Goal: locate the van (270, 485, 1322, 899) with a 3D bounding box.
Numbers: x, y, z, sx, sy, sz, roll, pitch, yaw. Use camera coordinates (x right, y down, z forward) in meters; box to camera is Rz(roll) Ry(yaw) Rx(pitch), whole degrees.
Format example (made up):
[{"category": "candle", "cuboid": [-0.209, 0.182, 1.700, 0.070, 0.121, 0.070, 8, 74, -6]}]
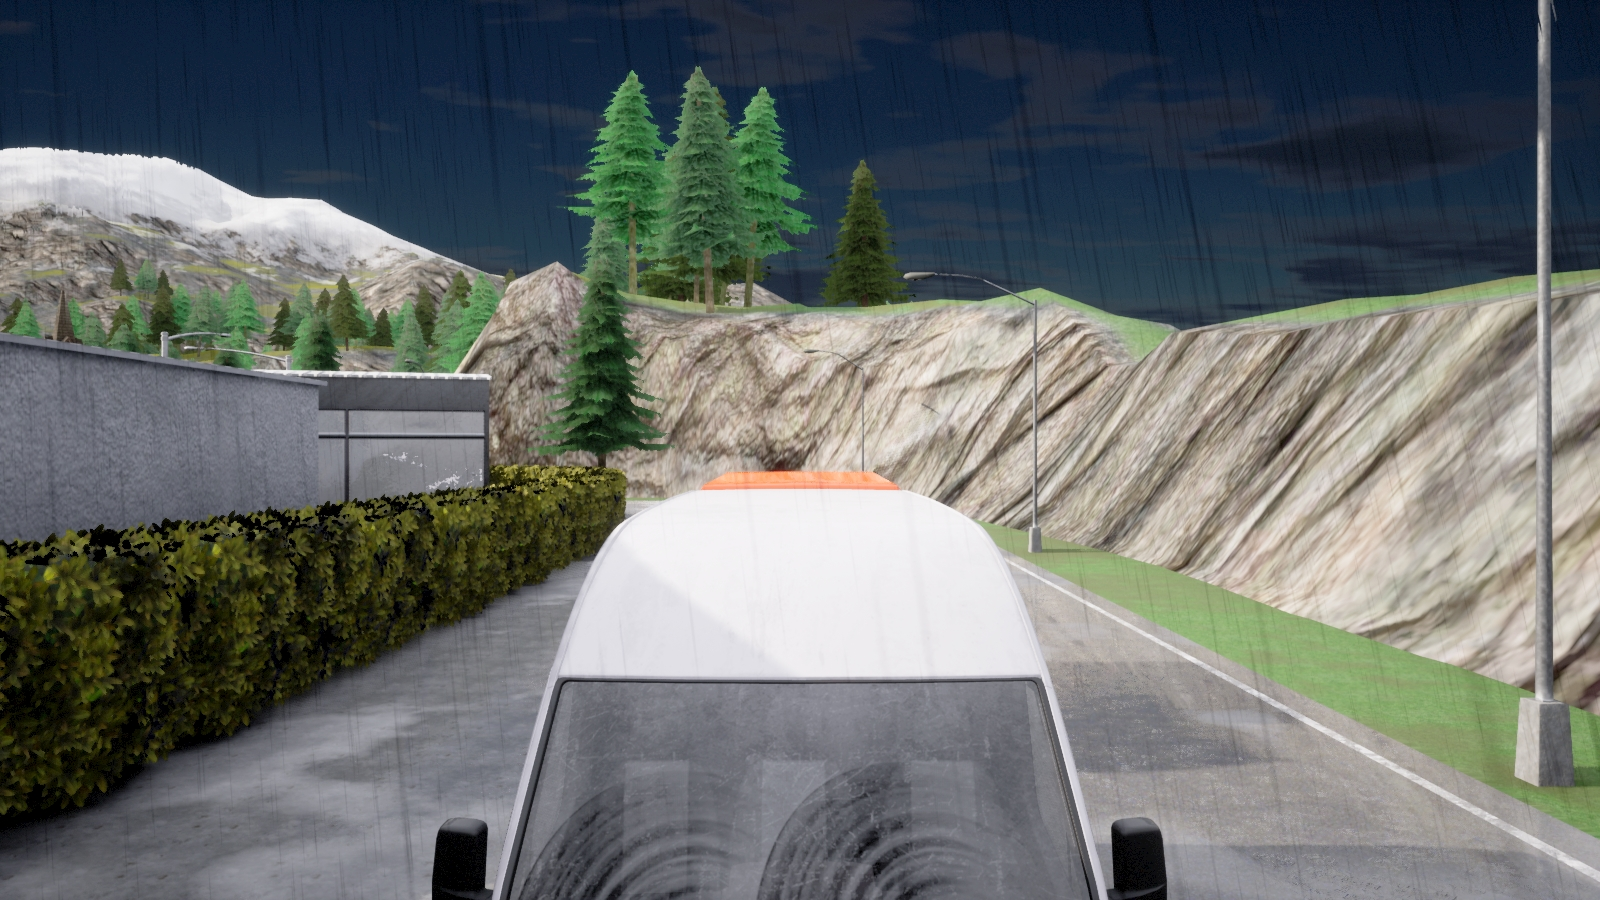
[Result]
[{"category": "van", "cuboid": [-0.011, 1.530, 5.116, 1.988, 2.561, 5.915, 0, 0, 0]}]
